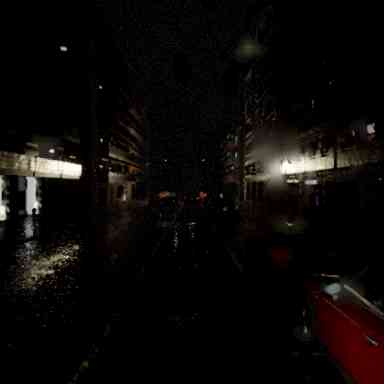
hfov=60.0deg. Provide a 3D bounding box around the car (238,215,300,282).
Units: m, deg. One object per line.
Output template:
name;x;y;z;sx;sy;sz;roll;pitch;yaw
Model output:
car;2.557;1.522;9.294;1.802;1.307;4.206;-1;0;0

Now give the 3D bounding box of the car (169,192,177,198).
car;-5.317;0.853;94.256;1.967;1.590;4.097;-1;0;0

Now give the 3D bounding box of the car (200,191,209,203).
car;2.557;1.041;43.278;2.192;1.841;5.009;-1;0;0

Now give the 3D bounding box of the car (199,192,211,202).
car;2.559;0.901;65.934;2.192;1.841;5.009;-1;0;0

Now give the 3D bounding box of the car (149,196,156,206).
car;-5.320;1.234;49.047;1.887;1.381;4.507;-1;0;0

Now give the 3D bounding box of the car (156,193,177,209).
car;-2.838;1.221;40.383;1.882;1.535;5.008;0;0;0

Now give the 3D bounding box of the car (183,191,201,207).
car;0.023;0.939;44.651;2.150;2.045;5.566;0;0;0

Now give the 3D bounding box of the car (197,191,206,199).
car;2.561;0.762;88.592;2.192;1.841;5.009;-1;0;0

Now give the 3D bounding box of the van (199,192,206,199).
van;2.561;0.823;82.927;1.690;1.788;3.998;-1;0;0

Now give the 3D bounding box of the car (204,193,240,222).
car;2.265;1.196;24.913;2.097;1.767;4.553;0;0;0

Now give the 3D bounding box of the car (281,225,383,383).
car;2.559;1.416;3.629;1.967;1.590;4.097;-1;0;0

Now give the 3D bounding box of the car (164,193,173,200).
car;-5.317;1.043;77.133;1.752;1.417;4.829;-1;0;0

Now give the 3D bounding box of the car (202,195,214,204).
car;2.561;1.237;54.608;1.802;1.307;4.206;-1;0;0

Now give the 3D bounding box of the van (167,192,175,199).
van;-5.319;0.823;82.954;1.690;1.788;3.998;-1;0;0
